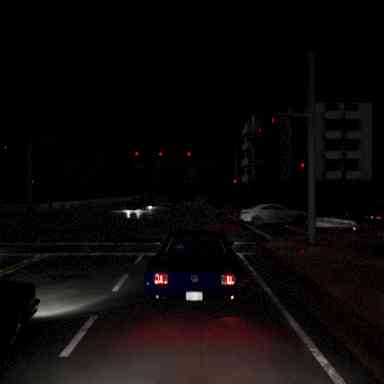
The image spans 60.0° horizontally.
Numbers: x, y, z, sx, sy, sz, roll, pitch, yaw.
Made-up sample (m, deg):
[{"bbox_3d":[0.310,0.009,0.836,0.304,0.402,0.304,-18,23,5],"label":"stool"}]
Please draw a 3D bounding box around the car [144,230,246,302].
[{"bbox_3d":[0.117,1.600,8.247,1.895,1.301,4.718,0,0,2],"label":"car"}]

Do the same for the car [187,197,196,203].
[{"bbox_3d":[-0.127,1.592,67.316,1.895,1.301,4.718,0,0,0],"label":"car"}]

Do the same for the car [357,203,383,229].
[{"bbox_3d":[13.143,1.545,19.777,5.357,1.411,2.033,0,0,-3],"label":"car"}]

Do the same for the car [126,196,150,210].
[{"bbox_3d":[-7.165,1.542,43.258,2.033,1.411,5.357,0,0,0],"label":"car"}]

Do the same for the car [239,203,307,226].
[{"bbox_3d":[5.600,1.523,22.921,4.674,1.442,1.812,0,0,-3],"label":"car"}]

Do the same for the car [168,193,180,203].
[{"bbox_3d":[-3.627,1.213,67.295,2.150,2.045,5.566,0,0,0],"label":"car"}]

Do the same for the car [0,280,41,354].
[{"bbox_3d":[-3.451,1.547,3.044,2.033,1.411,5.357,0,0,0],"label":"car"}]

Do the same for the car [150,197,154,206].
[{"bbox_3d":[-7.179,1.498,53.404,1.837,1.490,4.892,0,0,0],"label":"car"}]

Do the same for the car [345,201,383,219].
[{"bbox_3d":[15.010,1.501,26.965,4.892,1.490,1.837,0,0,-2],"label":"car"}]
